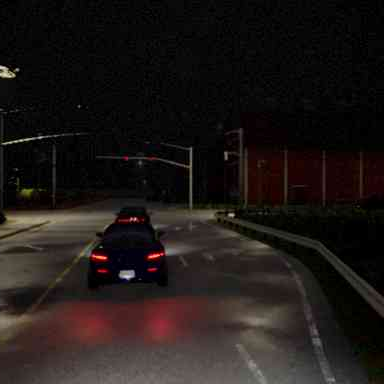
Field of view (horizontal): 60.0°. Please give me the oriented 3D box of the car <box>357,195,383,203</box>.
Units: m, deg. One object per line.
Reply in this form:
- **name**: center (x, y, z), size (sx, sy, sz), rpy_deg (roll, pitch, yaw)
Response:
- **car**: center (22.610, 1.394, 40.122), size (5.566, 2.045, 2.150), rpy_deg (0, 0, -8)

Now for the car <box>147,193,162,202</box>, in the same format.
- **car**: center (-9.343, 1.351, 81.996), size (3.866, 1.878, 1.905), rpy_deg (-2, 4, 38)

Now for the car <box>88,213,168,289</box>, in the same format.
- **car**: center (-1.697, 1.548, 9.190), size (1.812, 1.442, 4.674), rpy_deg (0, 0, -9)

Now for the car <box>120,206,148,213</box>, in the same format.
- **car**: center (-3.210, 1.550, 18.356), size (1.837, 1.490, 4.892), rpy_deg (0, 0, -9)
